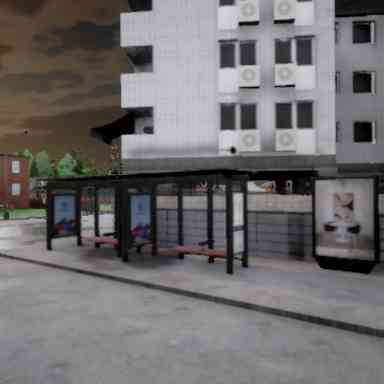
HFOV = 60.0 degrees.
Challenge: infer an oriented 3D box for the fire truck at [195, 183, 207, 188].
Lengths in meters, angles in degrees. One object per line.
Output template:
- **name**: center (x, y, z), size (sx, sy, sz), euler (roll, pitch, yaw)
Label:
- **fire truck**: center (-0.759, 0.636, 49.273), size (2.891, 3.827, 8.468), euler (-1, 0, 35)
